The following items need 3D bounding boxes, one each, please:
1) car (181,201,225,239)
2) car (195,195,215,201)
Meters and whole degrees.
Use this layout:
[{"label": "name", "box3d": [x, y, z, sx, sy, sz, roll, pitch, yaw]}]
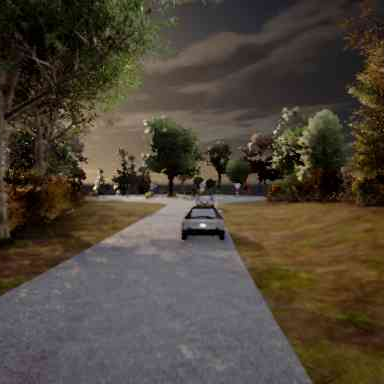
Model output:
[{"label": "car", "box3d": [0.541, 1.357, 16.173, 1.994, 1.385, 4.181, 0, 1, 2]}, {"label": "car", "box3d": [1.279, 0.985, 33.362, 2.033, 1.411, 5.357, 0, 1, 3]}]
